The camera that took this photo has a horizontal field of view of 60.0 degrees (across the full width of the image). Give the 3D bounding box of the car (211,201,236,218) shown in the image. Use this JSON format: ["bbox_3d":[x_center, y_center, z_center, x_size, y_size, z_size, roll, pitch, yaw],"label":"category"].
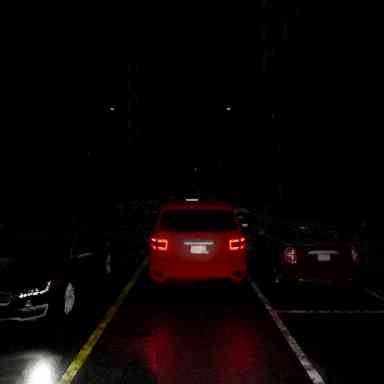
[{"bbox_3d":[2.863,1.569,31.138,1.947,1.339,4.313,0,0,0],"label":"car"}]

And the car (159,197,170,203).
[{"bbox_3d":[-5.617,1.626,68.244,1.802,1.307,4.206,0,0,0],"label":"car"}]

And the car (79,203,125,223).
[{"bbox_3d":[-5.666,1.567,20.138,1.947,1.339,4.313,0,0,0],"label":"car"}]

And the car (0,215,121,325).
[{"bbox_3d":[-3.100,1.505,7.420,1.837,1.490,4.892,0,0,0],"label":"car"}]

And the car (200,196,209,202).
[{"bbox_3d":[2.931,1.617,79.046,2.008,1.369,4.403,0,0,0],"label":"car"}]

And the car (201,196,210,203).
[{"bbox_3d":[2.919,1.580,73.807,1.752,1.417,4.829,0,0,0],"label":"car"}]

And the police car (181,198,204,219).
[{"bbox_3d":[0.008,1.428,30.250,1.930,1.638,5.238,0,0,0],"label":"police car"}]

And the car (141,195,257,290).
[{"bbox_3d":[0.106,1.221,9.216,2.150,2.045,5.566,0,0,-1],"label":"car"}]

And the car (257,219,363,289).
[{"bbox_3d":[2.856,1.440,9.132,1.967,1.590,4.097,0,0,0],"label":"car"}]

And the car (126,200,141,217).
[{"bbox_3d":[-5.663,1.443,31.141,1.967,1.590,4.097,0,0,0],"label":"car"}]

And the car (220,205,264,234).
[{"bbox_3d":[2.859,1.552,20.135,2.008,1.369,4.403,0,0,0],"label":"car"}]

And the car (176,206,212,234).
[{"bbox_3d":[0.104,1.602,19.986,1.895,1.301,4.718,0,0,0],"label":"car"}]

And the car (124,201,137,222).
[{"bbox_3d":[-5.665,1.584,25.639,1.802,1.307,4.206,0,0,0],"label":"car"}]
